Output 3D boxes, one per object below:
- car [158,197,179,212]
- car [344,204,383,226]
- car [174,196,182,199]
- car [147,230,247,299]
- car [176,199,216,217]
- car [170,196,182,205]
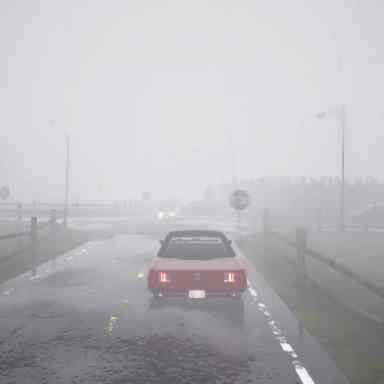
[{"bbox_3d":[-2.888,1.582,39.326,1.994,1.385,4.181,0,0,-1],"label":"car"},{"bbox_3d":[14.274,1.737,25.779,4.553,1.767,2.097,1,-1,0],"label":"car"},{"bbox_3d":[-2.886,1.577,49.578,2.033,1.411,5.357,0,0,0],"label":"car"},{"bbox_3d":[0.094,1.602,8.376,1.895,1.301,4.718,0,0,0],"label":"car"},{"bbox_3d":[0.450,1.608,32.180,1.895,1.301,4.718,0,0,-23],"label":"car"},{"bbox_3d":[-2.878,1.520,60.041,1.882,1.535,5.008,0,0,1],"label":"car"}]
